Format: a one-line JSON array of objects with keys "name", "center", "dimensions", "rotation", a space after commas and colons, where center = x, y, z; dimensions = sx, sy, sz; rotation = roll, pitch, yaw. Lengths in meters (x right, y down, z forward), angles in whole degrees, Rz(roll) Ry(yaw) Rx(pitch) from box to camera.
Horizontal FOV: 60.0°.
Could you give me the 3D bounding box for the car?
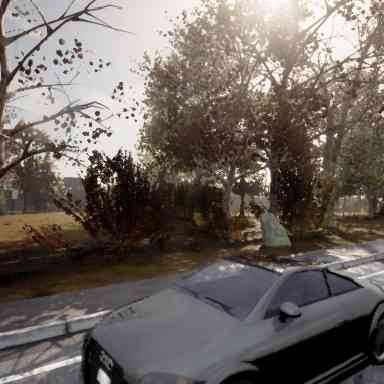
[{"name": "car", "center": [0.802, 1.568, 4.255], "dimensions": [4.181, 1.385, 1.994], "rotation": [0, 0, -35]}]
